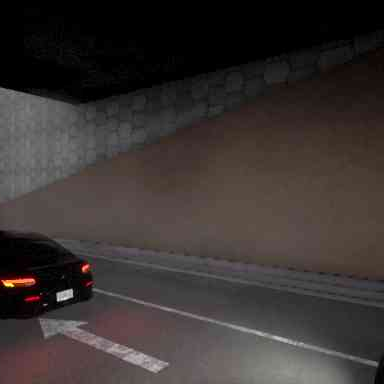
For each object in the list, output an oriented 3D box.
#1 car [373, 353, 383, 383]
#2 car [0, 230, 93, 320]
[{"bbox_3d":[3.487,1.505,1.427,4.892,1.490,1.837,0,0,36],"label":"car"},{"bbox_3d":[-3.955,1.526,6.793,4.674,1.442,1.812,0,0,36],"label":"car"}]
